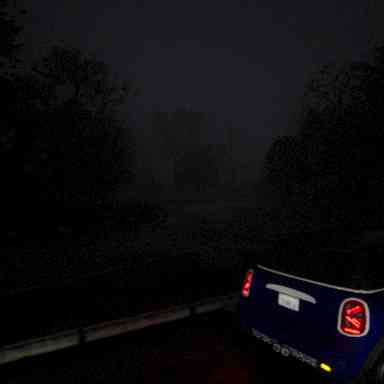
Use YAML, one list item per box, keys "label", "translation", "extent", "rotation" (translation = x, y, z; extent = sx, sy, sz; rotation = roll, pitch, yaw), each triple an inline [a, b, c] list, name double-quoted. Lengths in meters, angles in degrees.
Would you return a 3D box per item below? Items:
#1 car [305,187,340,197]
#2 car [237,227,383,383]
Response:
- label: "car"
  translation: [19.955, -0.022, 50.944]
  extent: [5.008, 1.535, 1.882]
  rotation: [-2, 1, -3]
- label: "car"
  translation: [2.942, 1.335, 5.212]
  extent: [4.553, 1.767, 2.097]
  rotation: [-1, 0, -34]
